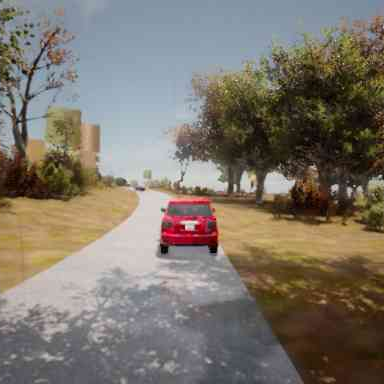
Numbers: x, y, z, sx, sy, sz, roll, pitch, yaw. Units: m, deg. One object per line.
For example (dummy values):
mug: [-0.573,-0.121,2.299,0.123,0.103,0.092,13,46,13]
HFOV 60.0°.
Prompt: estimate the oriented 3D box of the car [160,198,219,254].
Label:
car: [-0.156,1.264,14.030,2.150,2.045,5.566,0,1,-2]

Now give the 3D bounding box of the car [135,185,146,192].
car: [-10.980,-0.743,70.705,1.895,1.301,4.718,2,2,-15]

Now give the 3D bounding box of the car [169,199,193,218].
car: [-1.049,1.351,29.180,1.895,1.301,4.718,0,2,-5]
